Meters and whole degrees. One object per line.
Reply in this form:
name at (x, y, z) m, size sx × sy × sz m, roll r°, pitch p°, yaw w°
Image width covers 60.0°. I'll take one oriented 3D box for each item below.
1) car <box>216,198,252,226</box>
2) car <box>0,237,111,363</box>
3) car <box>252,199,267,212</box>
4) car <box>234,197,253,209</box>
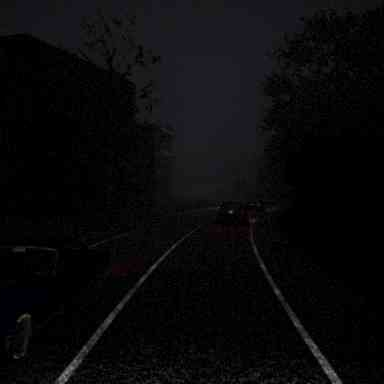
car at (3.039, 1.395, 24.350) m, size 2.097 × 1.767 × 4.553 m, roll 1°, pitch 0°, yaw 12°
car at (-3.047, 1.574, 5.990) m, size 1.895 × 1.301 × 4.718 m, roll 0°, pitch 0°, yaw 3°
car at (8.087, 1.687, 41.329) m, size 2.128 × 1.511 × 4.902 m, roll 2°, pitch 0°, yaw 20°
car at (7.827, 1.592, 50.177) m, size 1.812 × 1.442 × 4.674 m, roll 2°, pitch 2°, yaw 22°
